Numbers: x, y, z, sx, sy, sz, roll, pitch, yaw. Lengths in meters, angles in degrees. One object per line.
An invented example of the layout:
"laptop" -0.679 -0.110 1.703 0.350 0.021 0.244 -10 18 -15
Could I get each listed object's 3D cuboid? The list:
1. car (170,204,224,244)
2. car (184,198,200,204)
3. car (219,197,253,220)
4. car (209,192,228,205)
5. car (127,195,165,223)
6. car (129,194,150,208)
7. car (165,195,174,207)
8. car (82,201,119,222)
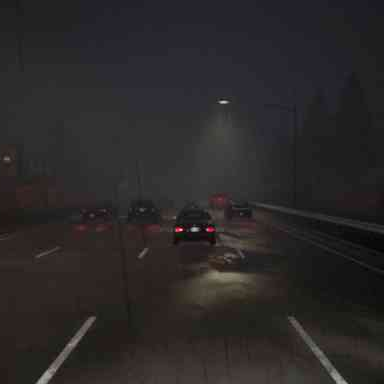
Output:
"car" 0.095 1.487 15.349 2.033 1.411 5.357 0 0 0
"car" -0.012 1.441 40.967 1.895 1.301 4.718 0 0 0
"car" 3.591 1.388 26.492 2.128 1.511 4.902 0 0 0
"car" 3.519 1.053 43.680 2.150 2.045 5.566 0 0 1
"car" -3.409 1.255 24.702 2.097 1.767 4.553 0 0 0
"car" -6.975 1.178 44.404 2.097 1.767 4.553 0 0 1
"car" -3.482 1.181 43.507 2.097 1.767 4.553 0 0 1
"car" -6.910 1.426 25.329 1.812 1.442 4.674 0 0 0
